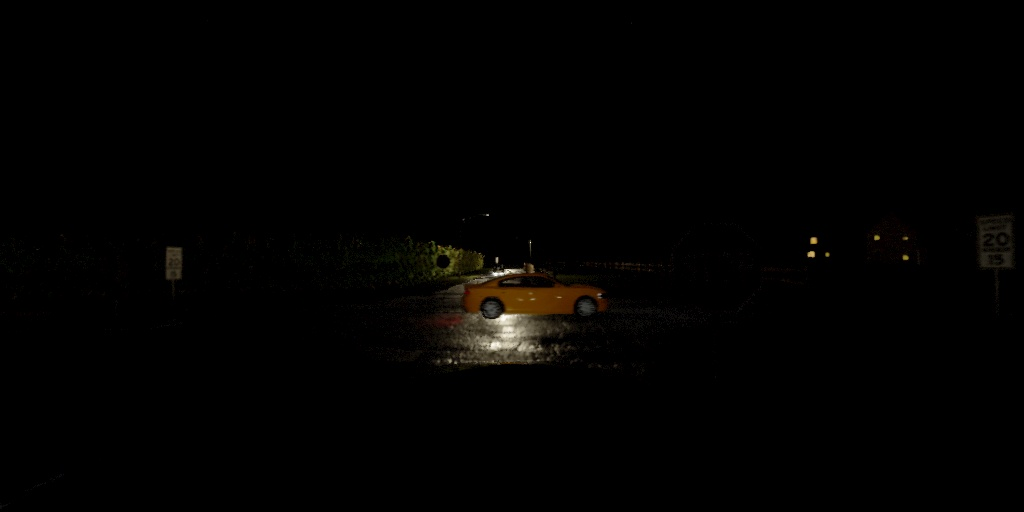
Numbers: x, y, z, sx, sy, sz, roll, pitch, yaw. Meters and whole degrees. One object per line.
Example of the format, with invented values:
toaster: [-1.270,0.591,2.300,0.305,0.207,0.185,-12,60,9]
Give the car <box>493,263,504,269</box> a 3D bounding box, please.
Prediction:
car: [-2.337,2.080,64.382,2.128,1.511,4.902,0,-1,0]

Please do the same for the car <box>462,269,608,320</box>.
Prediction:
car: [0.779,1.318,12.530,5.008,1.535,1.882,-1,-1,0]
